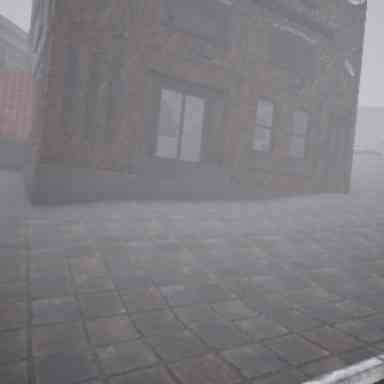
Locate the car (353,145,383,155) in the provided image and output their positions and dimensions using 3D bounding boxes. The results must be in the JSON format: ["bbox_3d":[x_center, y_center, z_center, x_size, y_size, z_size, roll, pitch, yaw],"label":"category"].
[{"bbox_3d":[18.737,-4.367,36.935,4.553,1.767,2.185,5,0,13],"label":"car"}]
